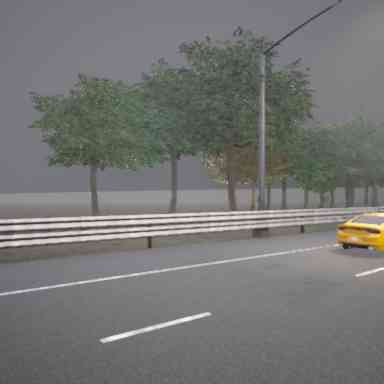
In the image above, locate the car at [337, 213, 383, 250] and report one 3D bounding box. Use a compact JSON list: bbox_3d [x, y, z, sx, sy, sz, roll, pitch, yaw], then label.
[{"bbox_3d":[8.127,1.626,13.958,5.008,1.535,1.882,0,0,-35],"label":"car"}]
